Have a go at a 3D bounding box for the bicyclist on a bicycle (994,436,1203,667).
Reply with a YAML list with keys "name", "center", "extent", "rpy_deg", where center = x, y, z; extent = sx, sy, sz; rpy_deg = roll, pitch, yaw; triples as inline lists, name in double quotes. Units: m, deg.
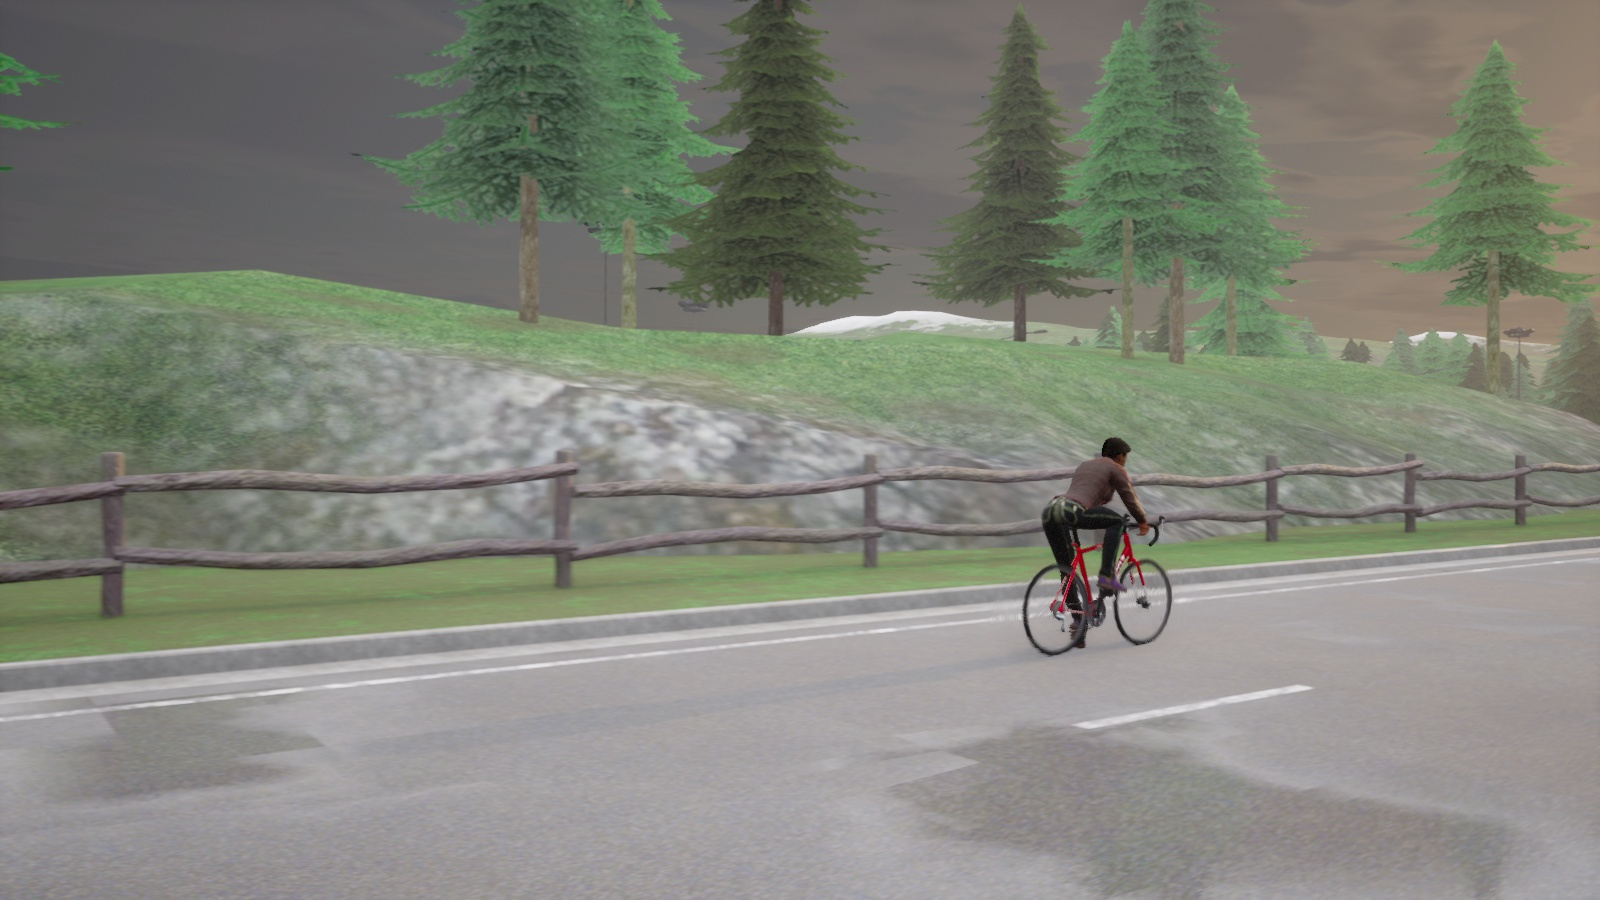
- name: "bicyclist on a bicycle"
  center: [2.277, 0.716, 9.508]
  extent: [1.656, 1.620, 0.582]
  rpy_deg: [0, 0, -35]
